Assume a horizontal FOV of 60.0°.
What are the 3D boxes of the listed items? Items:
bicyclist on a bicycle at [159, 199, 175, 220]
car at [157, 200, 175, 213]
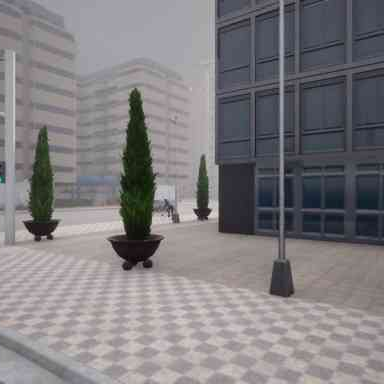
[{"bbox_3d":[-1.908,1.356,25.824,1.656,1.620,0.582,0,0,35],"label":"bicyclist on a bicycle"},{"bbox_3d":[-3.543,1.619,37.860,1.994,1.385,4.181,0,0,35],"label":"car"}]
